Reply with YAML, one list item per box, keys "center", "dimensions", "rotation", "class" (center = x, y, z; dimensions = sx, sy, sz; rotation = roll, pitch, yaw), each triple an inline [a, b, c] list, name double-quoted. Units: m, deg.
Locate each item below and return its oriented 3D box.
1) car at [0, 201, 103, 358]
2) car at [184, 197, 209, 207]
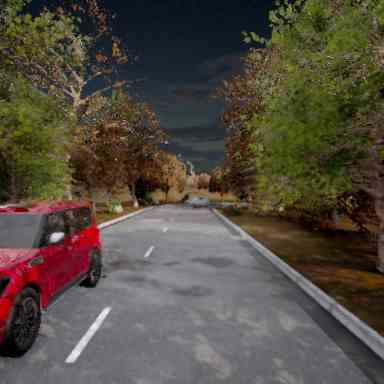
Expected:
- center: [-3.348, 1.228, 6.372]
  dimensions: [2.150, 2.045, 5.566]
  rotation: [0, 0, 0]
  class: "car"
- center: [0.758, 1.510, 52.941]
  dimensions: [4.674, 1.442, 1.812]
  rotation: [0, 1, -44]
  class: "car"
